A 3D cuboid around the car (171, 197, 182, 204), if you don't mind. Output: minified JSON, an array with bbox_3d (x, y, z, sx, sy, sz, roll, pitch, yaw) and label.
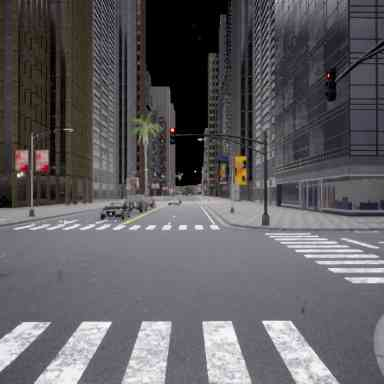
[{"bbox_3d":[-3.259,1.788,69.786,1.994,1.385,4.181,0,0,0],"label":"car"}]

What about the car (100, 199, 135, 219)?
[{"bbox_3d":[-6.643,1.627,29.219,1.994,1.385,4.181,0,0,0],"label":"car"}]

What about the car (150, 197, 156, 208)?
[{"bbox_3d":[-6.665,1.487,49.713,2.097,1.767,4.553,0,0,0],"label":"car"}]

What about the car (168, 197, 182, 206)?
[{"bbox_3d":[-3.244,1.781,59.890,1.895,1.301,4.718,0,0,0],"label":"car"}]

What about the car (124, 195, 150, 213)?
[{"bbox_3d":[-6.658,1.317,39.200,2.150,2.045,5.566,0,0,0],"label":"car"}]
